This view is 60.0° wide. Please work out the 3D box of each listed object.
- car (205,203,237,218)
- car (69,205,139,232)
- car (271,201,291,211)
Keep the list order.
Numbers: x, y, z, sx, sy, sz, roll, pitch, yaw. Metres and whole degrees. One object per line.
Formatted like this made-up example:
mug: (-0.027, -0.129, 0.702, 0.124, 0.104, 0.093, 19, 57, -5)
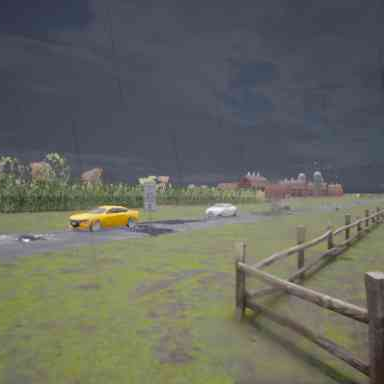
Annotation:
car: (3.170, 1.907, 35.076, 1.812, 1.442, 4.674, 0, 0, 34)
car: (-5.667, 1.667, 21.939, 1.882, 1.535, 5.008, 0, 0, 34)
car: (13.481, 2.166, 50.241, 1.812, 1.442, 4.674, 0, 0, 34)
